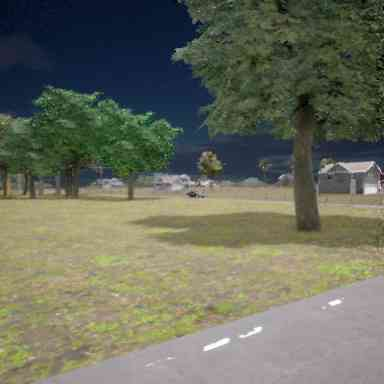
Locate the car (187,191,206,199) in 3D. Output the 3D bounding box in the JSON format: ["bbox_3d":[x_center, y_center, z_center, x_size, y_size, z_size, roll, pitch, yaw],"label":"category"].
[{"bbox_3d":[0.823,0.573,65.053,1.837,1.490,4.892,1,0,-36],"label":"car"}]
